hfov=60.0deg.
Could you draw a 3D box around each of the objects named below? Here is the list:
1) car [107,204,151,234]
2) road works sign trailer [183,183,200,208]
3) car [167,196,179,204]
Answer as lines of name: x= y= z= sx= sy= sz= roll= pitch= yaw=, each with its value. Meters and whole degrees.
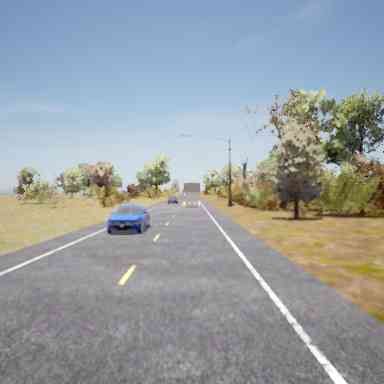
car: x=-3.598 y=1.478 z=19.578 sx=1.882 sy=1.535 sz=5.008 roll=0 pitch=0 yaw=0
road works sign trailer: x=0.003 y=0.447 z=47.670 sx=2.380 sy=3.560 sz=2.880 roll=0 pitch=0 yaw=0
car: x=-3.526 y=1.466 z=61.508 sx=1.837 sy=1.490 sz=4.892 roll=0 pitch=0 yaw=1
